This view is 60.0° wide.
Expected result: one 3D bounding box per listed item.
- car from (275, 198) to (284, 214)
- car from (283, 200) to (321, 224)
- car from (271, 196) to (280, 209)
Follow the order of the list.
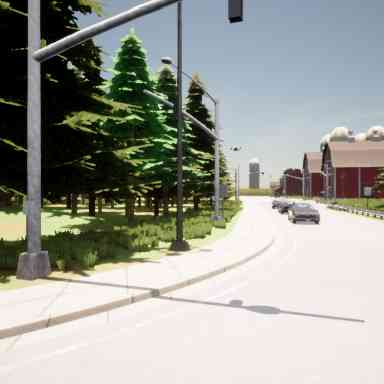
[{"bbox_3d":[10.116,1.601,34.804,1.895,1.301,4.718,0,0,10],"label":"car"},{"bbox_3d":[8.389,1.547,25.308,2.033,1.411,5.357,0,0,10],"label":"car"},{"bbox_3d":[11.786,1.564,44.727,1.994,1.385,4.181,0,0,9],"label":"car"}]
